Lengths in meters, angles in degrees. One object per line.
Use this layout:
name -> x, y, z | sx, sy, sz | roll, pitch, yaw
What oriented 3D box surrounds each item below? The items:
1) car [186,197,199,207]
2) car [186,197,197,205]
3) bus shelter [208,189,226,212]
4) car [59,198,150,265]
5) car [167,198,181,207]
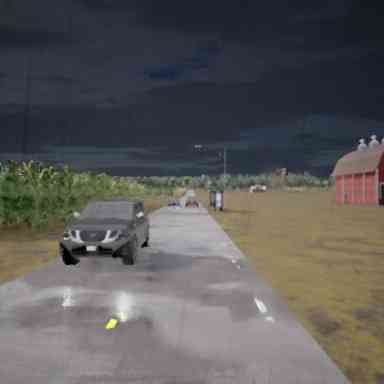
car -> 0.028, 1.518, 54.417 | 2.097, 1.767, 4.553 | 0, 0, 1
car -> -0.011, 1.706, 66.941 | 2.128, 1.511, 4.902 | -1, 0, 0
bus shelter -> 3.126, 0.996, 41.709 | 1.920, 2.740, 3.880 | 0, 0, 0
car -> -2.849, 1.257, 12.193 | 2.150, 2.045, 5.566 | 0, 0, 0
car -> -2.814, 1.728, 53.190 | 1.994, 1.385, 4.181 | 0, 0, 0
